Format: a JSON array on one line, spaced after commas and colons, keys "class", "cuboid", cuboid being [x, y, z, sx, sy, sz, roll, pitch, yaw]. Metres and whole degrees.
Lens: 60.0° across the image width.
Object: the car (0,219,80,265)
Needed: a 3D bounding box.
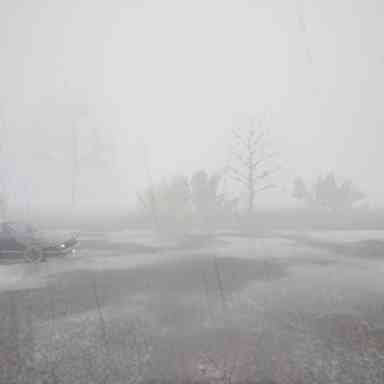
[{"class": "car", "cuboid": [-6.840, 1.689, 11.689, 5.357, 1.411, 2.033, 0, -1, -2]}]
